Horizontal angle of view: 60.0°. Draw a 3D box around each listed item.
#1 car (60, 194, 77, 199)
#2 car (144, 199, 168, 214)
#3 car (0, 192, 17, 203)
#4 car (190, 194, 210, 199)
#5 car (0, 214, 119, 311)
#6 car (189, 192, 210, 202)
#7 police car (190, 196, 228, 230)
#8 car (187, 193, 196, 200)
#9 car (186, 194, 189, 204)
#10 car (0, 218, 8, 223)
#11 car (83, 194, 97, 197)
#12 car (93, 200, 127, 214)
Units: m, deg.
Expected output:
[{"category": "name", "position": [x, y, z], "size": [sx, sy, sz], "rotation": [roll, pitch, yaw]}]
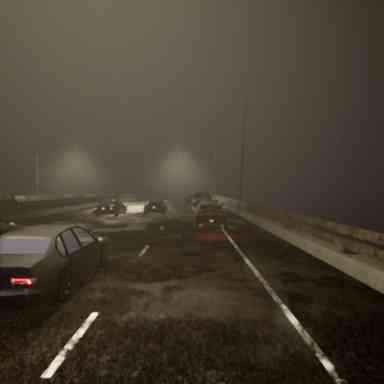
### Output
[{"category": "car", "position": [-24.569, 1.062, 66.445], "size": [2.033, 1.411, 5.357], "rotation": [0, 0, 0]}, {"category": "car", "position": [-3.433, 1.337, 31.983], "size": [1.994, 1.385, 4.181], "rotation": [0, 0, 0]}, {"category": "car", "position": [-17.631, 1.014, 29.237], "size": [2.150, 2.045, 5.566], "rotation": [0, 0, 1]}, {"category": "car", "position": [1.019, 1.265, 30.025], "size": [1.882, 1.535, 5.008], "rotation": [0, 0, 0]}, {"category": "car", "position": [-3.407, 1.491, 7.930], "size": [2.033, 1.411, 5.357], "rotation": [0, 0, 0]}, {"category": "car", "position": [1.013, 0.967, 36.052], "size": [2.150, 2.045, 5.566], "rotation": [0, 0, 0]}, {"category": "police car", "position": [1.029, 1.283, 20.135], "size": [1.930, 1.638, 5.238], "rotation": [0, 0, 0]}, {"category": "car", "position": [-0.075, 0.965, 72.667], "size": [2.033, 1.411, 5.357], "rotation": [0, 0, 0]}, {"category": "car", "position": [-0.055, 1.124, 53.482], "size": [1.837, 1.490, 4.892], "rotation": [0, 0, 0]}, {"category": "car", "position": [-6.912, 1.486, 10.883], "size": [1.994, 1.385, 4.181], "rotation": [0, 0, 0]}, {"category": "car", "position": [-21.071, 1.032, 68.674], "size": [2.033, 1.411, 5.357], "rotation": [0, 0, 0]}, {"category": "car", "position": [-6.931, 1.346, 28.474], "size": [2.033, 1.411, 5.357], "rotation": [0, 0, 0]}]
